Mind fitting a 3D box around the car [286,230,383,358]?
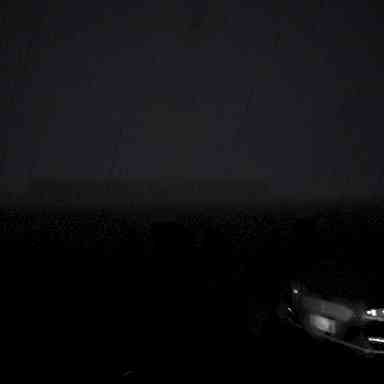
[{"bbox_3d":[3.674,1.464,5.881,4.902,1.511,2.128,0,0,-37],"label":"car"}]
